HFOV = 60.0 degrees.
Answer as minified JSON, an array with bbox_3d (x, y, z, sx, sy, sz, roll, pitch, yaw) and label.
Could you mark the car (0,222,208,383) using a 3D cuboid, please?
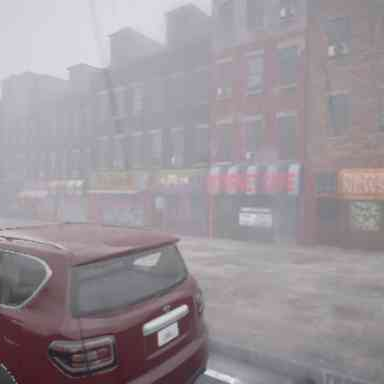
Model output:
[{"bbox_3d":[-2.154,1.346,4.314,5.009,1.841,2.192,-1,1,35],"label":"car"}]
